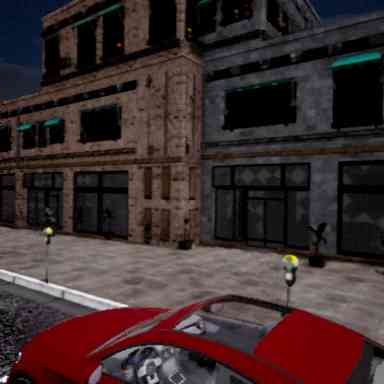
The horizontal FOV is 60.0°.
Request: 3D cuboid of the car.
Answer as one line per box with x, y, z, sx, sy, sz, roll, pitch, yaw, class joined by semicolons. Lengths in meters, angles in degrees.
0.160;1.579;2.747;4.206;1.307;1.802;0;1;36;car
